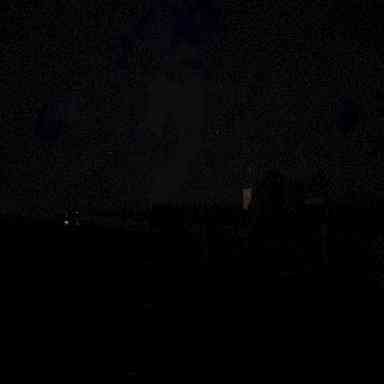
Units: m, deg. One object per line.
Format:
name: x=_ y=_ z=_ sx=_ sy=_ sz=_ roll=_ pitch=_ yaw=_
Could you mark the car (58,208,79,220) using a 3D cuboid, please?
car: x=-18.583 y=3.173 z=50.011 sx=2.097 sy=1.767 sz=4.553 roll=-3 pitch=0 yaw=-35
